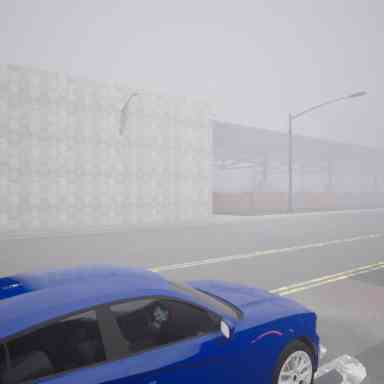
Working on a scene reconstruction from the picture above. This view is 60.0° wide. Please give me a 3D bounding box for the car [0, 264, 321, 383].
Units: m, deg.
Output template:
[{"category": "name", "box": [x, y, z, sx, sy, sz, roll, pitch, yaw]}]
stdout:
[{"category": "car", "box": [-0.791, 1.478, 3.185, 5.008, 1.535, 1.882, 0, 0, -36]}]
